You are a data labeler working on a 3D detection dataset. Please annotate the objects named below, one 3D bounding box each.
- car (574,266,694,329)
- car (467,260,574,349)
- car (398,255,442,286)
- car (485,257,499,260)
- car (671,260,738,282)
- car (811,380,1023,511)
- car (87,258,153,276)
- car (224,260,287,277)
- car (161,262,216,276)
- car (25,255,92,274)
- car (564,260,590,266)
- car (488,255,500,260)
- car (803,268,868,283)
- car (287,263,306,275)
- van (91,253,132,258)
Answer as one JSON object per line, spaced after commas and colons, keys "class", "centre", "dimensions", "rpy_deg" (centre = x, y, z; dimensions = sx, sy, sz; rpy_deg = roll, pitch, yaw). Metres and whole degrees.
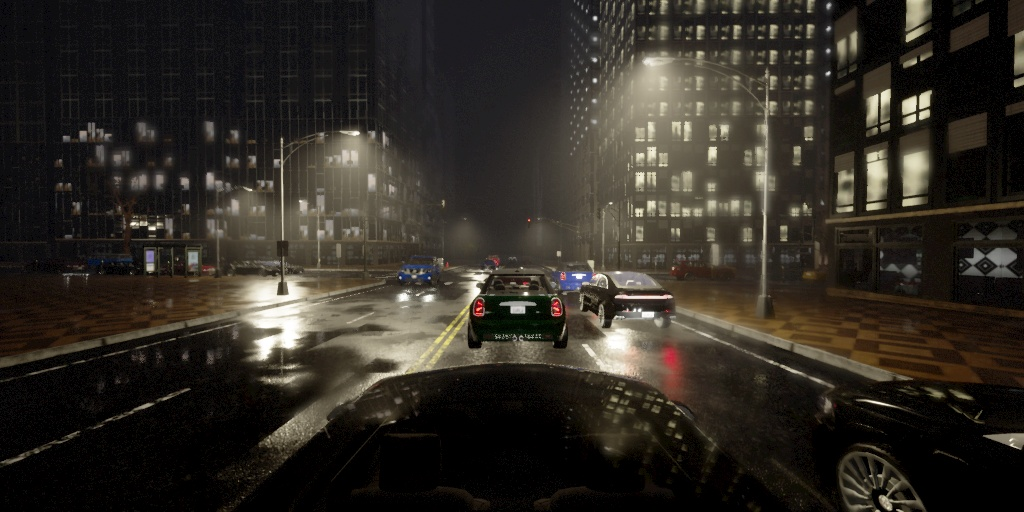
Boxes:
{"class": "car", "centre": [3.363, 1.237, 11.294], "dimensions": [2.128, 1.511, 4.902], "rpy_deg": [0, 0, 0]}
{"class": "car", "centre": [0.111, 1.099, 9.320], "dimensions": [2.097, 1.767, 4.553], "rpy_deg": [0, 0, 0]}
{"class": "car", "centre": [-6.301, 0.965, 25.278], "dimensions": [2.150, 2.045, 5.566], "rpy_deg": [1, 0, -4]}
{"class": "car", "centre": [-3.281, 1.241, 50.822], "dimensions": [1.812, 1.442, 4.674], "rpy_deg": [0, 0, 0]}
{"class": "car", "centre": [16.232, 1.269, 30.785], "dimensions": [5.009, 1.841, 2.192], "rpy_deg": [0, 0, 1]}
{"class": "car", "centre": [3.344, 1.242, 0.902], "dimensions": [2.128, 1.511, 4.902], "rpy_deg": [0, 0, 0]}
{"class": "car", "centre": [-34.056, 1.069, 31.685], "dimensions": [4.313, 1.339, 1.948], "rpy_deg": [0, 0, 1]}
{"class": "car", "centre": [-22.692, 1.173, 31.364], "dimensions": [4.313, 1.339, 1.948], "rpy_deg": [0, 0, 1]}
{"class": "car", "centre": [-28.376, 1.138, 31.505], "dimensions": [4.207, 1.307, 1.802], "rpy_deg": [0, 0, 1]}
{"class": "car", "centre": [-43.882, 0.896, 34.550], "dimensions": [4.674, 1.442, 1.812], "rpy_deg": [1, 1, 1]}
{"class": "car", "centre": [3.375, 1.092, 20.136], "dimensions": [2.097, 1.767, 4.553], "rpy_deg": [0, 0, 0]}
{"class": "car", "centre": [-3.251, 0.926, 61.045], "dimensions": [2.150, 2.045, 5.566], "rpy_deg": [0, 0, 0]}
{"class": "car", "centre": [27.680, 1.578, 30.573], "dimensions": [4.829, 1.417, 1.751], "rpy_deg": [0, 0, 1]}
{"class": "car", "centre": [-22.707, 1.111, 34.072], "dimensions": [5.357, 1.411, 2.033], "rpy_deg": [1, 1, 1]}
{"class": "van", "centre": [-45.236, 0.605, 40.361], "dimensions": [3.998, 1.789, 1.690], "rpy_deg": [0, 0, 1]}
